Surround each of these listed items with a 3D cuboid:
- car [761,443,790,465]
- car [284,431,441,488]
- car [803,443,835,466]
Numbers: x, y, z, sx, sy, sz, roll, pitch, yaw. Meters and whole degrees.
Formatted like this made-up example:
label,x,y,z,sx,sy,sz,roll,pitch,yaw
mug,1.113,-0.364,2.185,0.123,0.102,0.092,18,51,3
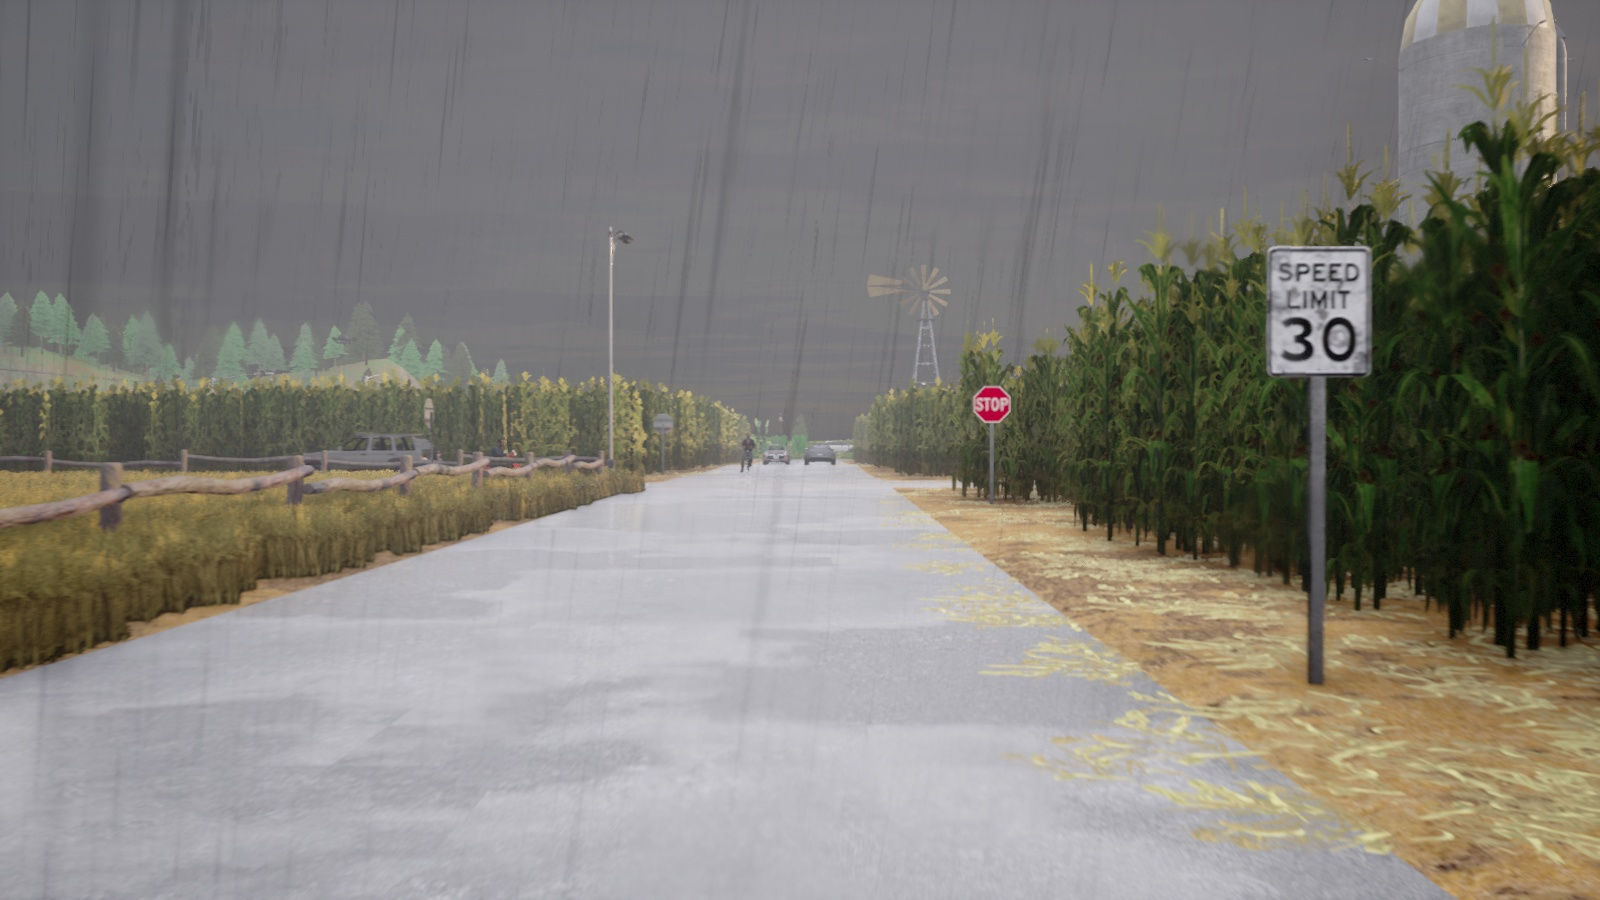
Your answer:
label,x,y,z,sx,sy,sz,roll,pitch,yaw
car,-1.723,0.284,89.481,1.970,1.475,3.806,0,0,1
car,-14.698,0.312,42.380,4.605,1.855,1.932,0,0,1
car,1.240,0.304,80.406,1.994,1.385,4.181,0,-1,1
